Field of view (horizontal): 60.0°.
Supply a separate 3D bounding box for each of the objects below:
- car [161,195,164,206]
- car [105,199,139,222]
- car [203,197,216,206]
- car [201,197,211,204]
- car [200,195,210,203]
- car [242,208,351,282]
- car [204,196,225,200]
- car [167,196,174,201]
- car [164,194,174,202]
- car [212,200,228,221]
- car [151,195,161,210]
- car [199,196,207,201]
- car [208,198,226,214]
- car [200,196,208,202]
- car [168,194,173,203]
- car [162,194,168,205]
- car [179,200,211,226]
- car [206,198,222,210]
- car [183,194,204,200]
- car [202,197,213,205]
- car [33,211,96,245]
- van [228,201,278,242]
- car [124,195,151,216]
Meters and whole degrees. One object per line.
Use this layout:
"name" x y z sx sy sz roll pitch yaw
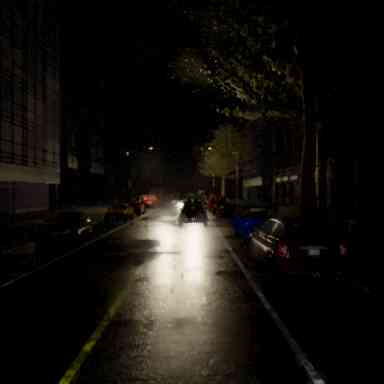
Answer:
"car" -5.700 1.586 49.179 1.947 1.339 4.313 0 0 0
"car" -5.686 1.515 26.454 1.752 1.417 4.829 0 0 0
"car" 2.821 1.593 54.816 1.947 1.339 4.313 0 0 0
"car" 2.813 1.630 66.095 1.802 1.307 4.206 0 0 0
"car" 2.809 1.501 71.736 1.967 1.590 4.097 0 0 0
"car" 2.852 1.434 9.700 1.967 1.590 4.097 0 0 0
"car" 2.832 1.318 37.898 2.192 1.841 5.009 0 0 0
"car" -5.727 1.693 88.650 1.802 1.307 4.206 0 0 0
"car" -5.724 1.408 83.011 2.192 1.841 5.009 0 0 0
"car" 2.840 1.571 26.620 1.802 1.307 4.206 0 0 0
"car" -5.697 1.327 43.540 2.192 1.841 5.009 0 0 0
"car" 2.798 1.676 88.654 1.947 1.339 4.313 0 0 0
"car" 2.836 1.561 32.257 1.947 1.339 4.313 0 0 0
"car" 2.806 1.658 77.374 1.802 1.307 4.206 0 0 0
"car" -5.716 1.628 71.734 1.947 1.339 4.313 0 0 0
"car" -5.705 1.344 54.817 2.192 1.841 5.009 0 0 0
"car" 0.086 1.513 22.906 1.812 1.442 4.674 0 0 0
"car" 2.829 1.556 43.537 1.887 1.381 4.507 0 0 0
"car" 0.067 1.225 41.796 2.150 2.045 5.566 0 -1 0
"car" 2.817 1.563 60.627 1.752 1.417 4.829 0 0 0
"car" -5.677 1.574 15.347 1.802 1.307 4.206 0 0 0
"van" 2.848 1.331 15.340 1.690 1.788 3.998 0 0 0
"car" -5.690 1.311 32.262 2.192 1.841 5.009 0 0 0
